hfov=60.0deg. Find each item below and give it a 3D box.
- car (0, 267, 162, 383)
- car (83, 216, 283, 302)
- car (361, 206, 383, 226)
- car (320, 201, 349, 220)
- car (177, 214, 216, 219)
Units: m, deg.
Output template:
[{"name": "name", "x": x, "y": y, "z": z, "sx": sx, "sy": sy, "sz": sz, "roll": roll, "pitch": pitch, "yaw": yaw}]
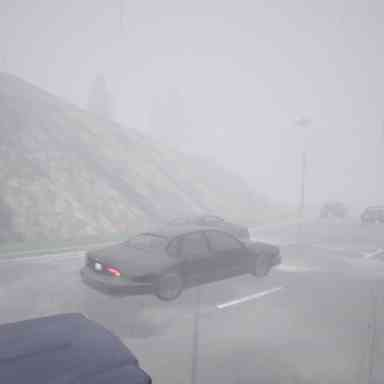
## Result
[{"name": "car", "x": -2.556, "y": 1.610, "z": 1.996, "sx": 4.718, "sy": 1.301, "sz": 1.895, "roll": 0, "pitch": 0, "yaw": -36}, {"name": "car", "x": 0.018, "y": 1.564, "z": 8.378, "sx": 5.357, "sy": 1.411, "sz": 2.033, "roll": 0, "pitch": 0, "yaw": -40}, {"name": "car", "x": 13.031, "y": 1.624, "z": 23.139, "sx": 1.895, "sy": 1.301, "sz": 4.718, "roll": 0, "pitch": 0, "yaw": 33}, {"name": "car", "x": 12.251, "y": 1.540, "z": 28.738, "sx": 1.837, "sy": 1.490, "sz": 4.892, "roll": 0, "pitch": 0, "yaw": 29}, {"name": "car", "x": 0.486, "y": 1.590, "z": 13.577, "sx": 4.181, "sy": 1.385, "sz": 1.994, "roll": 0, "pitch": 0, "yaw": -43}]
